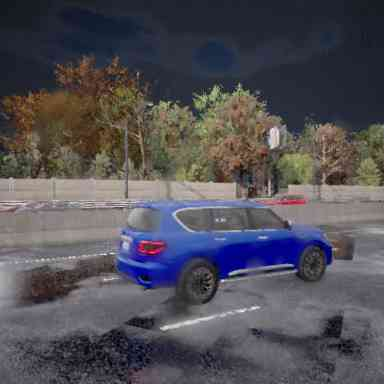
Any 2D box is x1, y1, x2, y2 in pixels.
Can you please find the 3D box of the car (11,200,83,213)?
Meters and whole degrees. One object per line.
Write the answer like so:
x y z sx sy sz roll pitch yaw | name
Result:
-11.034 1.492 25.754 4.902 1.511 2.128 0 0 -30 | car

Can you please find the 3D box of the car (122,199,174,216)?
-4.445 1.505 33.642 4.892 1.490 1.837 0 0 -30 | car

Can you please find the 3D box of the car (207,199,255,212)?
4.589 1.548 38.910 5.357 1.411 2.033 0 0 -30 | car

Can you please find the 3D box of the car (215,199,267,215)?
5.257 1.548 35.247 5.357 1.411 2.033 0 0 -30 | car

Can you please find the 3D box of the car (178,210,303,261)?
1.943 1.525 12.829 4.674 1.442 1.812 0 0 -30 | car

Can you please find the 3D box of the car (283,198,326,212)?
13.572 1.493 40.091 4.902 1.511 2.128 0 0 -30 | car

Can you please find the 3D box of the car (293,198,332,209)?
16.689 1.551 45.955 5.357 1.411 2.033 0 0 -30 | car

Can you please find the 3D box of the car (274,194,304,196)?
9.142 1.222 33.460 5.566 2.045 2.150 0 0 -30 | car

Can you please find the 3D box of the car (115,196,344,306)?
0.949 1.219 8.200 5.566 2.045 2.150 0 0 -30 | car

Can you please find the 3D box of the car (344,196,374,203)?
22.726 1.359 45.423 4.553 1.767 2.097 0 0 -30 | car

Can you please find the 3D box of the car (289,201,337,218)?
11.124 1.564 30.565 4.181 1.385 1.994 0 0 -30 | car

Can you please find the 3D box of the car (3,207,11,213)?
-13.344 1.478 28.461 5.008 1.535 1.882 0 0 -30 | car

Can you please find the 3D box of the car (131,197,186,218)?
-3.041 1.352 30.411 4.553 1.767 2.097 0 0 -30 | car
